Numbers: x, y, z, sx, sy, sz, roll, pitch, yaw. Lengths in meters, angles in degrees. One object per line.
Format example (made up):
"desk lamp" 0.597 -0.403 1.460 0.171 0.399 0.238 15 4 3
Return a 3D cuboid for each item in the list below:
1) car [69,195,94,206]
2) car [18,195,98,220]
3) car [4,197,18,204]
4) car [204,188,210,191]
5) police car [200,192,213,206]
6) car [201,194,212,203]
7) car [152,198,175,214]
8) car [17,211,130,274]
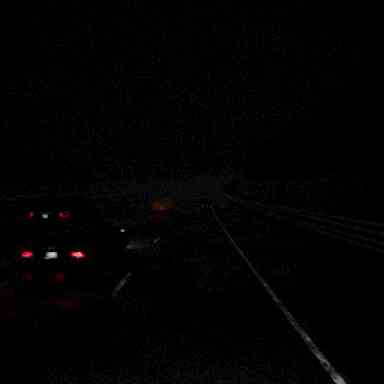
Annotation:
"car" -16.491 1.229 49.831 1.837 1.490 4.892 0 1 3
"car" -6.749 1.204 18.064 2.150 2.045 5.566 0 0 1
"car" -23.680 1.317 45.444 1.994 1.385 4.181 0 1 3
"car" 3.021 0.415 84.160 1.812 1.442 4.674 0 2 4
"police car" 2.135 1.187 50.186 1.930 1.638 5.238 0 1 2
"car" 2.596 1.164 59.951 1.812 1.442 4.674 0 1 3
"car" -2.879 1.373 34.373 1.882 1.535 5.008 0 0 2
"car" -3.344 1.551 10.481 2.033 1.411 5.357 0 0 0
